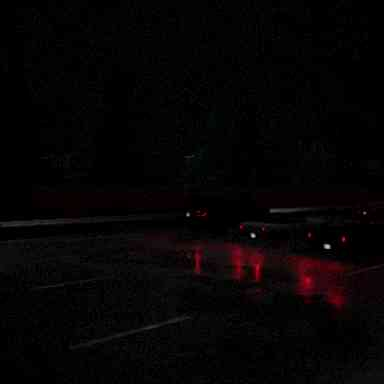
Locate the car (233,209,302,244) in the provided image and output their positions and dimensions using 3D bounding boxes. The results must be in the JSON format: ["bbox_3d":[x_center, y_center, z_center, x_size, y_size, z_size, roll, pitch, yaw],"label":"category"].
[{"bbox_3d":[4.456,1.589,15.603,4.718,1.301,1.895,0,0,-35],"label":"car"}]

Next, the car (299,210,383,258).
[{"bbox_3d":[6.489,1.589,12.754,4.718,1.301,1.895,0,0,-35],"label":"car"}]

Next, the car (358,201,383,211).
[{"bbox_3d":[15.703,1.498,27.906,4.674,1.442,1.812,0,0,-35],"label":"car"}]

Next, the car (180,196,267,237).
[{"bbox_3d":[2.007,1.212,18.163,5.566,2.045,2.150,0,0,-35],"label":"car"}]
